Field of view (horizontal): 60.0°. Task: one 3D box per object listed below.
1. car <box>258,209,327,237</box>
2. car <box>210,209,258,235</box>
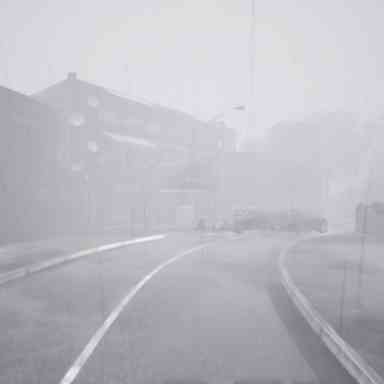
[{"bbox_3d":[6.379,1.780,19.864,2.128,1.511,4.902,-3,-3,45],"label":"car"},{"bbox_3d":[3.206,1.832,21.110,2.128,1.511,4.902,-3,-3,45],"label":"car"}]
